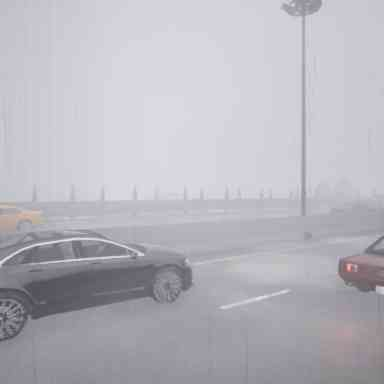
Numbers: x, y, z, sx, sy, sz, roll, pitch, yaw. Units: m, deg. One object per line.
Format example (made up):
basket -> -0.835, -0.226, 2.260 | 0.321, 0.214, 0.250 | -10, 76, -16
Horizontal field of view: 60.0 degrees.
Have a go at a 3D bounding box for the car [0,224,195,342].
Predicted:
car -> -2.201, 1.491, 6.475 | 4.902, 1.511, 2.128 | 0, 0, -36

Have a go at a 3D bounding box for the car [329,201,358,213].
car -> 15.607, 1.581, 32.322 | 5.357, 1.411, 2.033 | 0, 0, -35

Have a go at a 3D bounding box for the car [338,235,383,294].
car -> 5.495, 1.604, 7.667 | 4.718, 1.301, 1.895 | 0, 0, -36

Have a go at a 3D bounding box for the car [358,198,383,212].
car -> 16.971, 1.510, 28.993 | 5.008, 1.535, 1.882 | 0, 0, -35

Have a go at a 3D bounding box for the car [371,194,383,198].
car -> 24.267, 1.295, 42.750 | 5.566, 2.045, 2.150 | 1, 0, -35

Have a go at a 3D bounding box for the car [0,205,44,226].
car -> -10.684, 1.476, 17.868 | 5.008, 1.535, 1.882 | 0, 0, -36
